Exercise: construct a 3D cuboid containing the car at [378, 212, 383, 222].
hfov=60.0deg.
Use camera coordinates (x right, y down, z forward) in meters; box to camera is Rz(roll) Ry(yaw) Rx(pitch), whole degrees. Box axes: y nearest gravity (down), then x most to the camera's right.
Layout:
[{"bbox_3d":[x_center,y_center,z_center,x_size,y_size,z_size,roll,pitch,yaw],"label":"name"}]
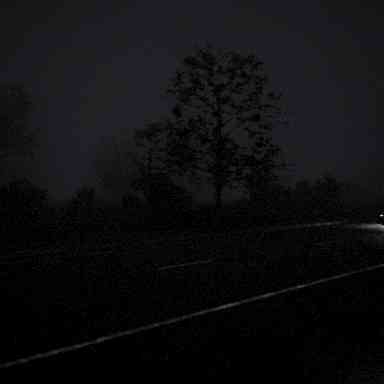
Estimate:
[{"bbox_3d":[14.817,1.413,22.441,5.357,1.411,2.033,0,0,-33],"label":"car"}]
